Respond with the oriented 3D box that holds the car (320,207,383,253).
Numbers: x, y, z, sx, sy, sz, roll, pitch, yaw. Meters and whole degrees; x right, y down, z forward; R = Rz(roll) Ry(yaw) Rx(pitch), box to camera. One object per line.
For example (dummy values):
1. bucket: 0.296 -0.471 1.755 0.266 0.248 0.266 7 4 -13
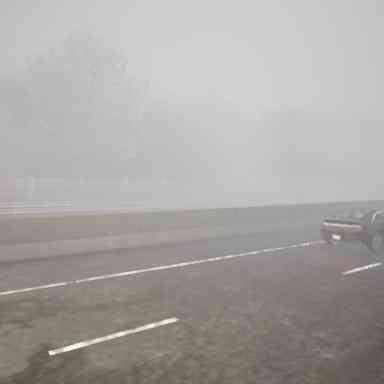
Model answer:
1. car: 7.081 1.361 13.075 4.902 1.511 2.128 -1 0 -35
